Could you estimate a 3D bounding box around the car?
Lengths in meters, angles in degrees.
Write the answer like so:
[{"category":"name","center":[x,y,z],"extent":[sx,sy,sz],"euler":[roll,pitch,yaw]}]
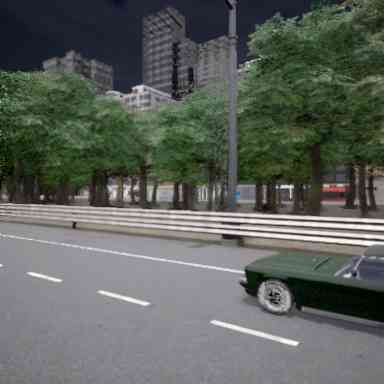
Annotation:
[{"category":"car","center":[3.254,1.602,5.847],"extent":[4.718,1.301,1.895],"euler":[0,0,35]}]
